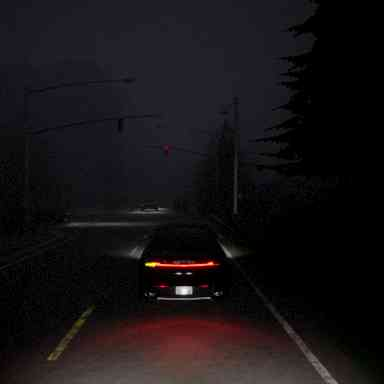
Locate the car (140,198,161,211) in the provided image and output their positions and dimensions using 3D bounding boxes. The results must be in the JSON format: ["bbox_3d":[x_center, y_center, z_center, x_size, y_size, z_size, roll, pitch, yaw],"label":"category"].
[{"bbox_3d":[-5.137,1.526,40.655,1.812,1.442,4.674,0,0,-3],"label":"car"}]

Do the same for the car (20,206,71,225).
[{"bbox_3d":[-10.968,1.586,23.012,4.718,1.301,1.895,0,0,-2],"label":"car"}]

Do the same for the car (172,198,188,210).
[{"bbox_3d":[-1.470,1.477,42.517,1.882,1.535,5.008,0,0,-3],"label":"car"}]

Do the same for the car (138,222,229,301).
[{"bbox_3d":[-0.218,1.505,8.343,1.837,1.490,4.892,0,0,-2],"label":"car"}]
